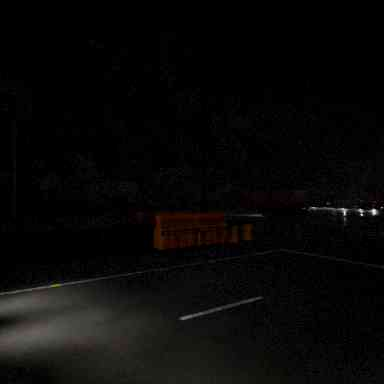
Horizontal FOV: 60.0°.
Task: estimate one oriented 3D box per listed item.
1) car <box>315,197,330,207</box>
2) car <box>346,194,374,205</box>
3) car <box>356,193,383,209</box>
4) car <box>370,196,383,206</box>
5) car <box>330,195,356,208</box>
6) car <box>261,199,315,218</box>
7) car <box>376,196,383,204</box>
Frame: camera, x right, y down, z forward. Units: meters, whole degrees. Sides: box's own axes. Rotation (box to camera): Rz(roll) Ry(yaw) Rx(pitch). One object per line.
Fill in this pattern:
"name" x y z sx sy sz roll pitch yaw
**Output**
"car" 18.745 1.383 47.504 5.357 1.411 2.033 0 0 -36
"car" 26.944 1.143 53.341 4.553 1.767 2.097 0 0 -35
"car" 23.290 1.185 42.146 4.553 1.767 2.097 0 0 -35
"car" 29.708 1.335 51.018 5.357 1.411 2.033 0 0 -35
"car" 21.059 1.360 44.846 4.674 1.442 1.812 0 0 -36
"car" 8.186 1.486 29.236 4.181 1.385 1.994 0 0 34
"car" 34.575 1.351 58.720 4.718 1.301 1.895 0 0 -35
